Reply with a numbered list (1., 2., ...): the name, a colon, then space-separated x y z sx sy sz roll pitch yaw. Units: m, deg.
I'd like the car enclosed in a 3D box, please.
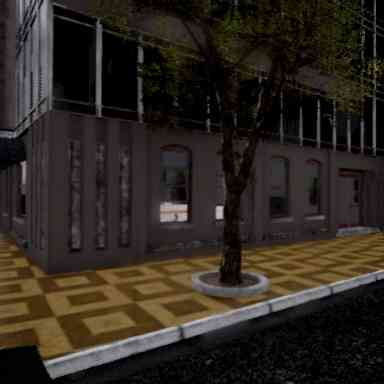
1. car: -2.833 1.592 1.051 4.718 1.301 1.895 0 0 -35
